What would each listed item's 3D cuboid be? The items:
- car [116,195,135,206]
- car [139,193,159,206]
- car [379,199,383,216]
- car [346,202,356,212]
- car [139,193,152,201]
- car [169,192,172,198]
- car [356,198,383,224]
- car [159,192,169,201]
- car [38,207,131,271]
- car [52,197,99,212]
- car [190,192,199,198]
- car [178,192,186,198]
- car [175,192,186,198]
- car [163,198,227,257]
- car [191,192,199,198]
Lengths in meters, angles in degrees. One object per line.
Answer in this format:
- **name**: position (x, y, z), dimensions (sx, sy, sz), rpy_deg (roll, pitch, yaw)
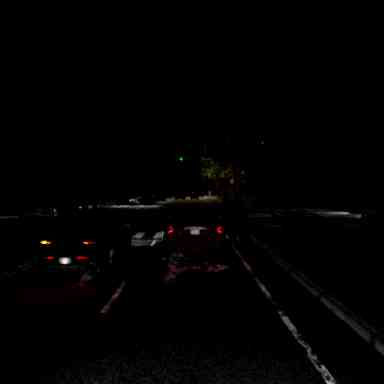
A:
- **car**: position (-9.698, 1.213, 48.819), dimensions (2.033, 1.411, 5.357), rpy_deg (0, 0, 1)
- **car**: position (-6.451, 1.192, 48.786), dimensions (1.812, 1.442, 4.674), rpy_deg (0, 0, 1)
- **car**: position (18.380, 1.331, 27.976), dimensions (4.181, 1.385, 1.994), rpy_deg (0, 1, 3)
- **car**: position (16.790, 1.262, 31.304), dimensions (4.181, 1.385, 1.994), rpy_deg (0, 1, 3)
- **car**: position (-9.325, 1.037, 66.460), dimensions (1.837, 1.490, 4.892), rpy_deg (0, 0, 1)
- **car**: position (-5.857, 0.846, 79.284), dimensions (2.128, 1.511, 4.902), rpy_deg (0, 0, 1)
- **car**: position (13.826, 1.391, 21.617), dimensions (5.008, 1.535, 1.882), rpy_deg (0, 1, 4)
- **car**: position (-6.125, 1.075, 64.504), dimensions (1.812, 1.442, 4.674), rpy_deg (0, 0, 1)
- **car**: position (-3.169, 1.434, 10.635), dimensions (1.837, 1.490, 4.892), rpy_deg (0, 0, -1)
- **car**: position (-9.641, 1.188, 27.444), dimensions (4.553, 1.767, 2.097), rpy_deg (1, 2, 39)
- **car**: position (0.570, 0.965, 74.933), dimensions (1.837, 1.490, 4.892), rpy_deg (0, 0, 1)
- **car**: position (-2.502, 0.758, 85.404), dimensions (1.882, 1.535, 5.008), rpy_deg (0, 0, 1)
- **car**: position (-2.673, 0.816, 75.340), dimensions (2.097, 1.767, 4.553), rpy_deg (0, 0, 1)
- **car**: position (0.099, 1.269, 12.653), dimensions (2.097, 1.767, 4.553), rpy_deg (0, 0, 0)
- **car**: position (0.748, 0.806, 85.349), dimensions (2.128, 1.511, 4.902), rpy_deg (0, 0, 1)
